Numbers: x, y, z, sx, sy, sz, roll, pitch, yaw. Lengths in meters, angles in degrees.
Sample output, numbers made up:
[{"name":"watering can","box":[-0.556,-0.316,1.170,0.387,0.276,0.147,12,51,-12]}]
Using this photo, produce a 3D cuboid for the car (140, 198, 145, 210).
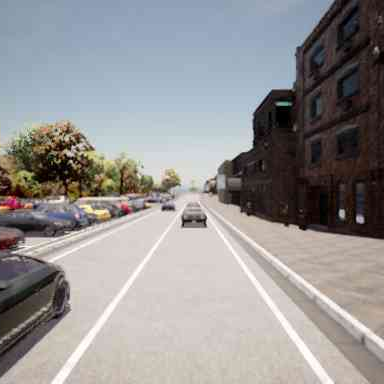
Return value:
[{"name":"car","box":[-9.193,1.943,44.189,4.792,1.488,2.163,0,0,0]}]

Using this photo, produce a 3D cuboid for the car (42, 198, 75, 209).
[{"name":"car","box":[-22.200,1.878,55.409,4.553,1.767,2.185,0,0,0]}]

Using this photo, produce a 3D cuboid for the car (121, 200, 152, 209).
[{"name":"car","box":[-9.168,2.044,55.179,4.674,1.452,2.002,-1,0,1]}]

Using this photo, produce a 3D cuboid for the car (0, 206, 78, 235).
[{"name":"car","box":[-9.381,1.742,19.140,4.674,1.452,2.002,0,-1,0]}]

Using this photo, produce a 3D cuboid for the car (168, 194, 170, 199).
[{"name":"car","box":[-9.091,2.072,89.819,5.008,1.535,2.097,0,0,1]}]

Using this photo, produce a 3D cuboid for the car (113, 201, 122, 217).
[{"name":"car","box":[-9.303,1.800,30.273,4.892,1.521,2.231,0,0,0]}]

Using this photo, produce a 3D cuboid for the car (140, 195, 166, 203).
[{"name":"car","box":[-9.226,2.030,78.515,4.792,1.488,2.163,0,0,1]}]

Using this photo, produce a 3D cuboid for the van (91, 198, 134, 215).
[{"name":"van","box":[-9.141,1.641,38.500,4.442,1.987,1.878,0,0,0]}]

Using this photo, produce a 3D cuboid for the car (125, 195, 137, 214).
[{"name":"car","box":[-9.246,1.594,35.842,5.566,2.045,2.435,0,0,0]}]

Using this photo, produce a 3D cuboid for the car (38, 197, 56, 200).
[{"name":"car","box":[-22.316,1.808,46.929,4.553,1.767,2.185,0,0,0]}]

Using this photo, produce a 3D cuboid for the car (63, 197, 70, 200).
[{"name":"car","box":[-22.278,1.729,52.625,5.566,2.045,2.435,0,0,0]}]

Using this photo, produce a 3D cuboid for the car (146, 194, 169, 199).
[{"name":"car","box":[-9.306,2.051,86.995,5.366,1.575,1.946,0,0,1]}]

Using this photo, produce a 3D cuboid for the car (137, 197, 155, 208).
[{"name":"car","box":[-8.984,1.979,52.537,5.366,1.575,1.946,0,0,0]}]

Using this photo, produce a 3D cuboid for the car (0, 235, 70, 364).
[{"name":"car","box":[-3.342,1.613,4.752,1.994,1.385,4.181,0,-1,0]}]

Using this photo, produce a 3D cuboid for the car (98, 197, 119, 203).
[{"name":"car","box":[-21.696,2.051,86.944,5.008,1.535,2.097,0,0,1]}]

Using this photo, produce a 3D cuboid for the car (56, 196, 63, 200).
[{"name":"car","box":[-22.298,1.831,49.714,4.553,1.767,2.185,0,0,0]}]

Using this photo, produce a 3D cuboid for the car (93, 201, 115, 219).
[{"name":"car","box":[-9.512,1.772,27.491,5.366,1.575,1.946,0,0,0]}]

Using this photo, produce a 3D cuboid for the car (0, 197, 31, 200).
[{"name":"car","box":[-22.365,1.614,38.576,5.566,2.045,2.435,0,0,0]}]

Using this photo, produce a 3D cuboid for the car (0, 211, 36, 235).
[{"name":"car","box":[-9.384,1.681,13.574,4.792,1.488,2.163,0,-1,0]}]

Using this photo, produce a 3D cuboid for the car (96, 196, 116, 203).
[{"name":"car","box":[-21.694,1.909,84.245,4.553,1.767,2.185,0,0,1]}]

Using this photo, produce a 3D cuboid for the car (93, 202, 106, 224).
[{"name":"car","box":[-9.350,1.752,24.707,4.892,1.521,2.231,0,-1,0]}]

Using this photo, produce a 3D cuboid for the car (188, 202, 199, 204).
[{"name":"car","box":[0.202,1.929,41.597,1.994,1.385,4.181,0,0,0]}]

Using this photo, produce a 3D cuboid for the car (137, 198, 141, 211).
[{"name":"car","box":[-9.233,1.892,41.406,4.892,1.521,2.231,0,0,0]}]

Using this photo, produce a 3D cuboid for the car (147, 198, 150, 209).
[{"name":"car","box":[-9.216,1.989,49.755,4.792,1.488,2.163,0,0,0]}]

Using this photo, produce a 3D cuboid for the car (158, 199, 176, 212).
[{"name":"car","box":[-3.227,1.998,45.902,1.895,1.301,4.718,0,0,0]}]

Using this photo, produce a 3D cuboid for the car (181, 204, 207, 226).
[{"name":"car","box":[0.156,1.843,25.925,1.895,1.301,4.718,0,0,0]}]

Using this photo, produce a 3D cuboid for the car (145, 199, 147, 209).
[{"name":"car","box":[-9.207,1.977,46.972,4.674,1.452,2.002,0,0,0]}]

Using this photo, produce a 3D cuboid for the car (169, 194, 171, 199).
[{"name":"car","box":[-9.076,2.090,92.644,5.008,1.535,2.097,0,0,1]}]

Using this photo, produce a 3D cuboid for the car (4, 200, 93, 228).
[{"name":"car","box":[-9.330,1.602,21.924,4.553,1.767,2.185,0,0,0]}]

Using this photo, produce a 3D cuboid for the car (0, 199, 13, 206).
[{"name":"car","box":[-22.540,1.839,35.791,5.366,1.575,1.946,0,0,0]}]

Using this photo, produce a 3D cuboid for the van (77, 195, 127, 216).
[{"name":"van","box":[-9.175,1.596,33.058,4.442,1.987,1.878,0,0,0]}]
